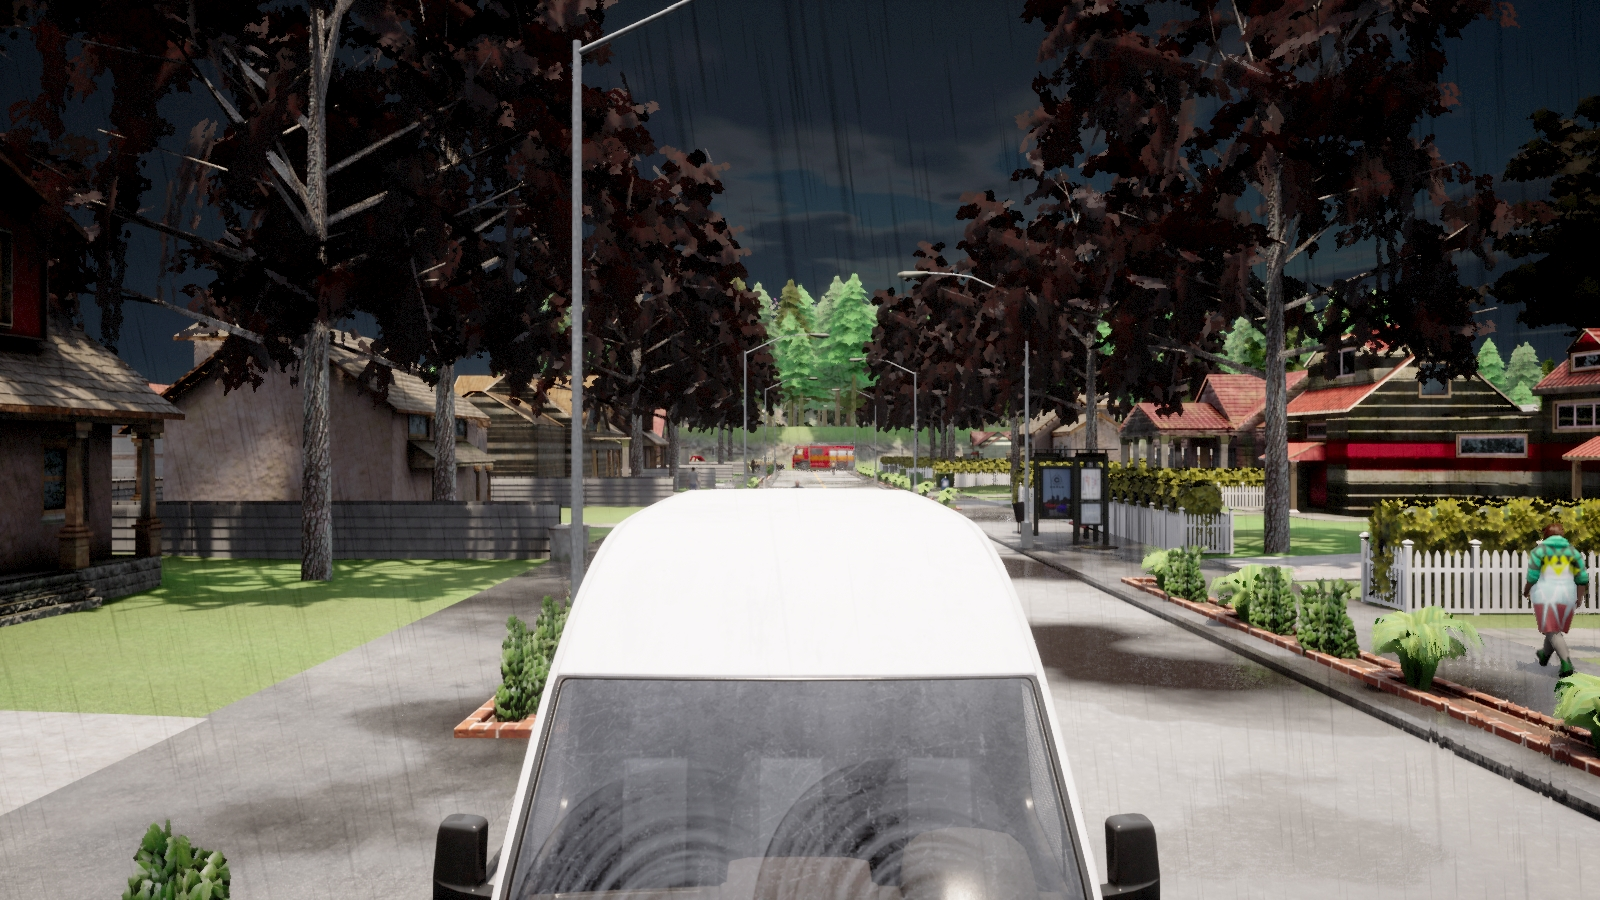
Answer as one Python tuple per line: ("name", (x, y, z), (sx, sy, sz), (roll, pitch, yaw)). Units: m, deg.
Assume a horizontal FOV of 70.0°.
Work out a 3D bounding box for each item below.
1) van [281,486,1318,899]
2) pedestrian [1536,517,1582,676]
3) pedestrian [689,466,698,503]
("van", (-0.006, 1.534, 5.149), (1.988, 2.561, 5.915), (0, 0, 0))
("pedestrian", (9.118, 1.744, 13.732), (0.375, 1.860, 0.375), (0, 0, 17))
("pedestrian", (-5.350, 1.743, 57.448), (0.375, 1.860, 0.375), (0, 0, 3))
